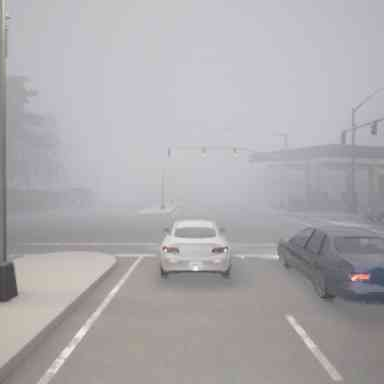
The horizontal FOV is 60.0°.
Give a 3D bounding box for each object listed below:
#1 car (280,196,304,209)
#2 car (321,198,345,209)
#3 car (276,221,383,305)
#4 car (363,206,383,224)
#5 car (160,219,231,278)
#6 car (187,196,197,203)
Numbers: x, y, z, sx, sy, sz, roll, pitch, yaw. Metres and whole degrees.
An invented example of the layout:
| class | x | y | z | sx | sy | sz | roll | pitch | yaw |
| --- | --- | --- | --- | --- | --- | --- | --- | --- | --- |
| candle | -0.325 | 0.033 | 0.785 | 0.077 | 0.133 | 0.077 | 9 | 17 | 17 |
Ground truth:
| class | x | y | z | sx | sy | sz | roll | pitch | yaw |
| --- | --- | --- | --- | --- | --- | --- | --- | --- | --- |
| car | 13.172 | 1.336 | 43.953 | 2.242 | 1.667 | 4.611 | 0 | 0 | 0 |
| car | 18.916 | 1.497 | 44.721 | 1.970 | 1.475 | 3.806 | 0 | 0 | 0 |
| car | 3.600 | 1.556 | 8.330 | 2.033 | 1.411 | 5.357 | 0 | 0 | 0 |
| car | 14.838 | 1.527 | 23.808 | 4.892 | 1.490 | 1.837 | 0 | 0 | -1 |
| car | 0.087 | 1.535 | 10.099 | 1.812 | 1.442 | 4.674 | 0 | 0 | 0 |
| car | -0.058 | 1.591 | 69.018 | 1.812 | 1.442 | 4.674 | 0 | 0 | 0 |
